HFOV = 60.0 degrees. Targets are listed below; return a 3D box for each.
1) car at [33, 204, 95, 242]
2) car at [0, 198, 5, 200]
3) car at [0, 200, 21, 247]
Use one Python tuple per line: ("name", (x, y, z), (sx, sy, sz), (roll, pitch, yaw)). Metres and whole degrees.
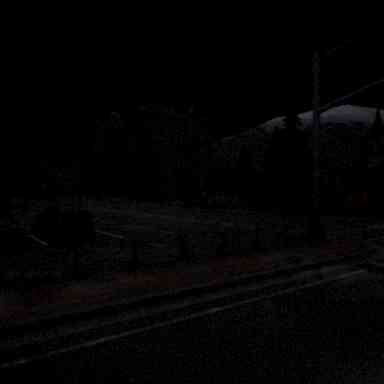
("car", (-6.036, 1.340, 15.544), (2.007, 1.523, 4.514), (0, 0, -36))
("car", (-21.290, 1.374, 36.642), (1.845, 1.501, 3.633), (0, 0, -36))
("car", (-8.548, 1.330, 13.665), (2.152, 1.636, 5.027), (0, 0, -36))
